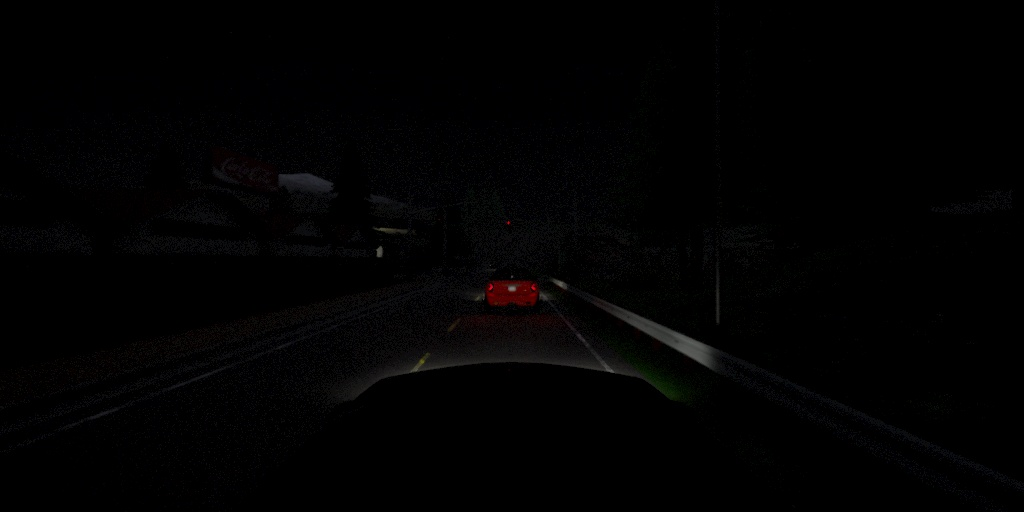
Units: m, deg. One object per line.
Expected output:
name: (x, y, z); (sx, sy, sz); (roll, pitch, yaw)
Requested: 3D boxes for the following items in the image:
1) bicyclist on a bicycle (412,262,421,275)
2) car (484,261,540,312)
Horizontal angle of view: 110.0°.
bicyclist on a bicycle: (-11.772, 1.524, 43.019); (1.656, 1.620, 0.582); (2, -4, -19)
car: (0.022, 1.243, 15.249); (2.097, 1.767, 4.553); (0, -1, 0)
